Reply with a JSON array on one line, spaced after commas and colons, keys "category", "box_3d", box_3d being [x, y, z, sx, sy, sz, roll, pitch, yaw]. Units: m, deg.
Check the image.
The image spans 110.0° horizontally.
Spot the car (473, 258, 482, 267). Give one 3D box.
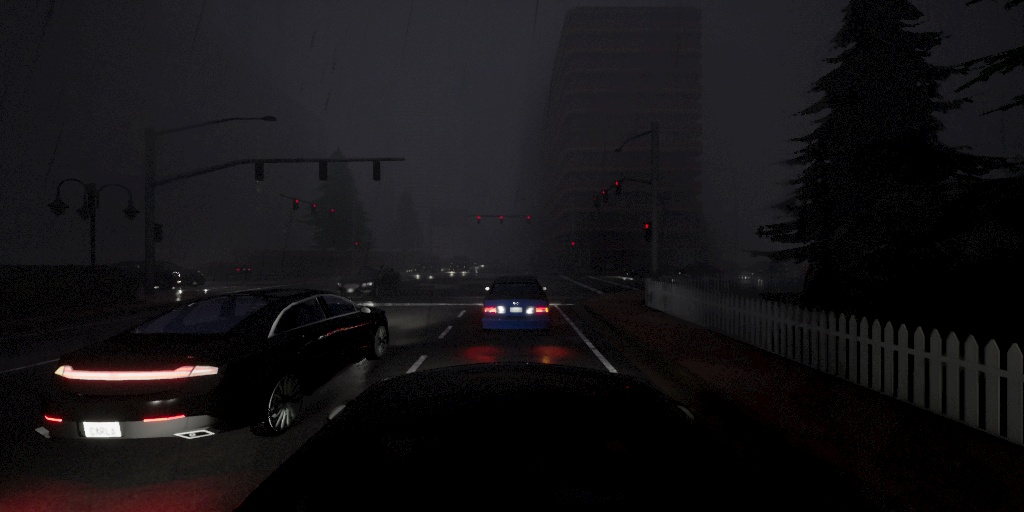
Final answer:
[{"category": "car", "box_3d": [-7.013, 1.256, 64.883, 1.837, 1.490, 4.892, 0, 0, 0]}]

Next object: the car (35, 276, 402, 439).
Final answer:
[{"category": "car", "box_3d": [-3.428, 1.242, 5.433, 2.128, 1.511, 4.902, 0, 0, 0]}]

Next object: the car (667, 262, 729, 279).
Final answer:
[{"category": "car", "box_3d": [15.877, 1.259, 30.630, 4.181, 1.385, 1.994, 0, 0, -20]}]

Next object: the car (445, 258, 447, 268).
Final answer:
[{"category": "car", "box_3d": [-10.545, 1.103, 58.928, 2.097, 1.767, 4.553, 0, 0, 0]}]

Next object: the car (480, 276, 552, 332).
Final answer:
[{"category": "car", "box_3d": [0.119, 1.297, 10.847, 2.033, 1.411, 5.357, 0, 0, 1]}]

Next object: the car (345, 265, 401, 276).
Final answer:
[{"category": "car", "box_3d": [-7.088, 1.231, 18.179, 2.128, 1.511, 4.902, 0, 0, 0]}]

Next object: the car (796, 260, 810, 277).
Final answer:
[{"category": "car", "box_3d": [28.041, 1.172, 32.327, 5.008, 1.535, 1.882, 0, 0, -32]}]

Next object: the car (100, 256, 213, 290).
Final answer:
[{"category": "car", "box_3d": [-21.138, 1.047, 21.359, 4.553, 1.767, 2.097, 0, 0, 0]}]

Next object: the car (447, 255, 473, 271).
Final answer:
[{"category": "car", "box_3d": [-7.076, 0.972, 49.177, 2.150, 2.045, 5.566, 0, 0, 0]}]

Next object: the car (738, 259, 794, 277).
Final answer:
[{"category": "car", "box_3d": [24.356, 1.242, 34.310, 5.357, 1.411, 2.033, 0, 0, -31]}]

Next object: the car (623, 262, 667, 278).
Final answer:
[{"category": "car", "box_3d": [13.143, 1.242, 33.454, 5.357, 1.411, 2.033, 0, 0, -13]}]

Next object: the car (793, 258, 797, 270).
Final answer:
[{"category": "car", "box_3d": [32.717, 0.916, 41.019, 2.150, 2.045, 5.566, 0, 0, 43]}]

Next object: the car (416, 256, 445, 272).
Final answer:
[{"category": "car", "box_3d": [-10.546, 0.971, 46.014, 2.150, 2.045, 5.566, 0, 0, 2]}]

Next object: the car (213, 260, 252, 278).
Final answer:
[{"category": "car", "box_3d": [-26.260, 1.242, 31.899, 5.357, 1.411, 2.033, 0, 0, 2]}]

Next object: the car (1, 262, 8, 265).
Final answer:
[{"category": "car", "box_3d": [-30.613, 1.242, 21.303, 5.357, 1.411, 2.033, 0, 0, 0]}]

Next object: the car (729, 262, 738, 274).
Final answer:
[{"category": "car", "box_3d": [22.042, 1.295, 37.021, 4.718, 1.301, 1.895, 0, 0, -30]}]
